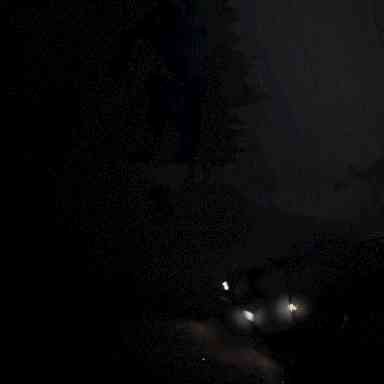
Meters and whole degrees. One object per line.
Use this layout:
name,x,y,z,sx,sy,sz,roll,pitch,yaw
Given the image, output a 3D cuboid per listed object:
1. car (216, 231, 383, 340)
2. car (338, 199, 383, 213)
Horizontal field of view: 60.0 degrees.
car,3.053,1.543,6.742,5.357,1.411,2.033,0,0,-36
car,17.926,1.449,34.864,1.882,1.535,5.008,0,0,-35
